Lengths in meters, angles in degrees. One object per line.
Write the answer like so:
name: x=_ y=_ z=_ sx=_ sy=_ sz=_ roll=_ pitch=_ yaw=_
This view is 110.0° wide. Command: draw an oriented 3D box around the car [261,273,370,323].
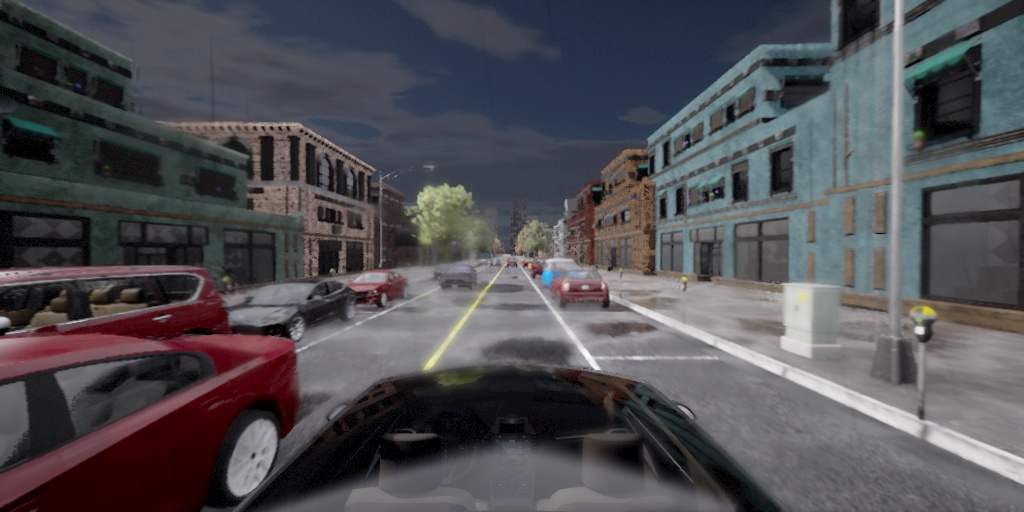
car: x=-5.684 y=1.303 z=9.537 sx=1.948 sy=1.339 sz=4.313 roll=0 pitch=0 yaw=0

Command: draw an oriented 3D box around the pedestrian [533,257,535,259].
pedestrian: x=3.014 y=0.961 z=49.465 sx=0.375 sy=1.860 sz=0.375 roll=-1 pitch=1 yaw=-3

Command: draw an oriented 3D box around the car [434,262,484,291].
car: x=-3.093 y=1.263 z=22.084 sx=2.033 sy=1.411 sz=5.357 roll=0 pitch=0 yaw=0

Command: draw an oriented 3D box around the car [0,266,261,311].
car: x=-5.685 y=1.061 z=3.993 sx=2.192 sy=1.841 sz=5.009 roll=0 pitch=0 yaw=0

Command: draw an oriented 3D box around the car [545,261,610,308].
car: x=2.698 y=1.167 z=15.079 sx=1.967 sy=1.591 sz=4.097 roll=0 pitch=0 yaw=0

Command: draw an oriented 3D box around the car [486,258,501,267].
car: x=-2.999 y=1.139 z=64.391 sx=2.128 sy=1.511 sz=4.902 roll=0 pitch=0 yaw=0

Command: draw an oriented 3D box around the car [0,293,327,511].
car: x=-3.054 y=1.228 z=1.516 sx=1.882 sy=1.535 sz=5.008 roll=0 pitch=0 yaw=0

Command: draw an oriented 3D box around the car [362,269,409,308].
car: x=-5.682 y=1.273 z=15.081 sx=1.888 sy=1.381 sz=4.507 roll=0 pitch=0 yaw=0

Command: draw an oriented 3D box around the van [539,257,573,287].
van: x=2.700 y=1.058 z=20.623 sx=1.690 sy=1.789 sz=3.998 roll=0 pitch=0 yaw=0

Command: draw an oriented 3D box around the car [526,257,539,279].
car: x=2.703 y=1.013 z=31.711 sx=2.192 sy=1.841 sz=5.009 roll=0 pitch=0 yaw=0

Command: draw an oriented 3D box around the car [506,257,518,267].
car: x=0.018 y=1.174 z=60.400 sx=1.812 sy=1.442 sz=4.674 roll=0 pitch=0 yaw=0

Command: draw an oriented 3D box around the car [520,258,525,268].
car: x=2.711 y=1.195 z=59.431 sx=1.888 sy=1.381 sz=4.507 roll=0 pitch=0 yaw=0
